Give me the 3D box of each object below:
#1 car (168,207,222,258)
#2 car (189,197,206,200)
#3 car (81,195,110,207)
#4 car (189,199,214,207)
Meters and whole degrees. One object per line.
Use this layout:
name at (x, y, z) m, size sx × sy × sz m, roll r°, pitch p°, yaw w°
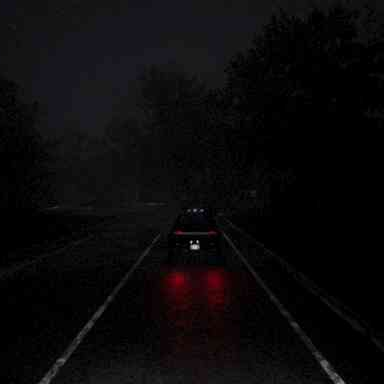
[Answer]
car at (0.097, 1.550, 13.052) m, size 2.128 × 1.511 × 4.902 m, roll 0°, pitch 0°, yaw 0°
car at (0.937, 1.777, 65.336) m, size 4.902 × 1.511 × 2.128 m, roll 0°, pitch 0°, yaw 9°
car at (-16.160, 1.466, 55.977) m, size 2.150 × 2.045 × 5.566 m, roll 0°, pitch 0°, yaw 26°
car at (1.042, 1.685, 31.561) m, size 2.033 × 1.411 × 5.357 m, roll 0°, pitch 0°, yaw 17°
